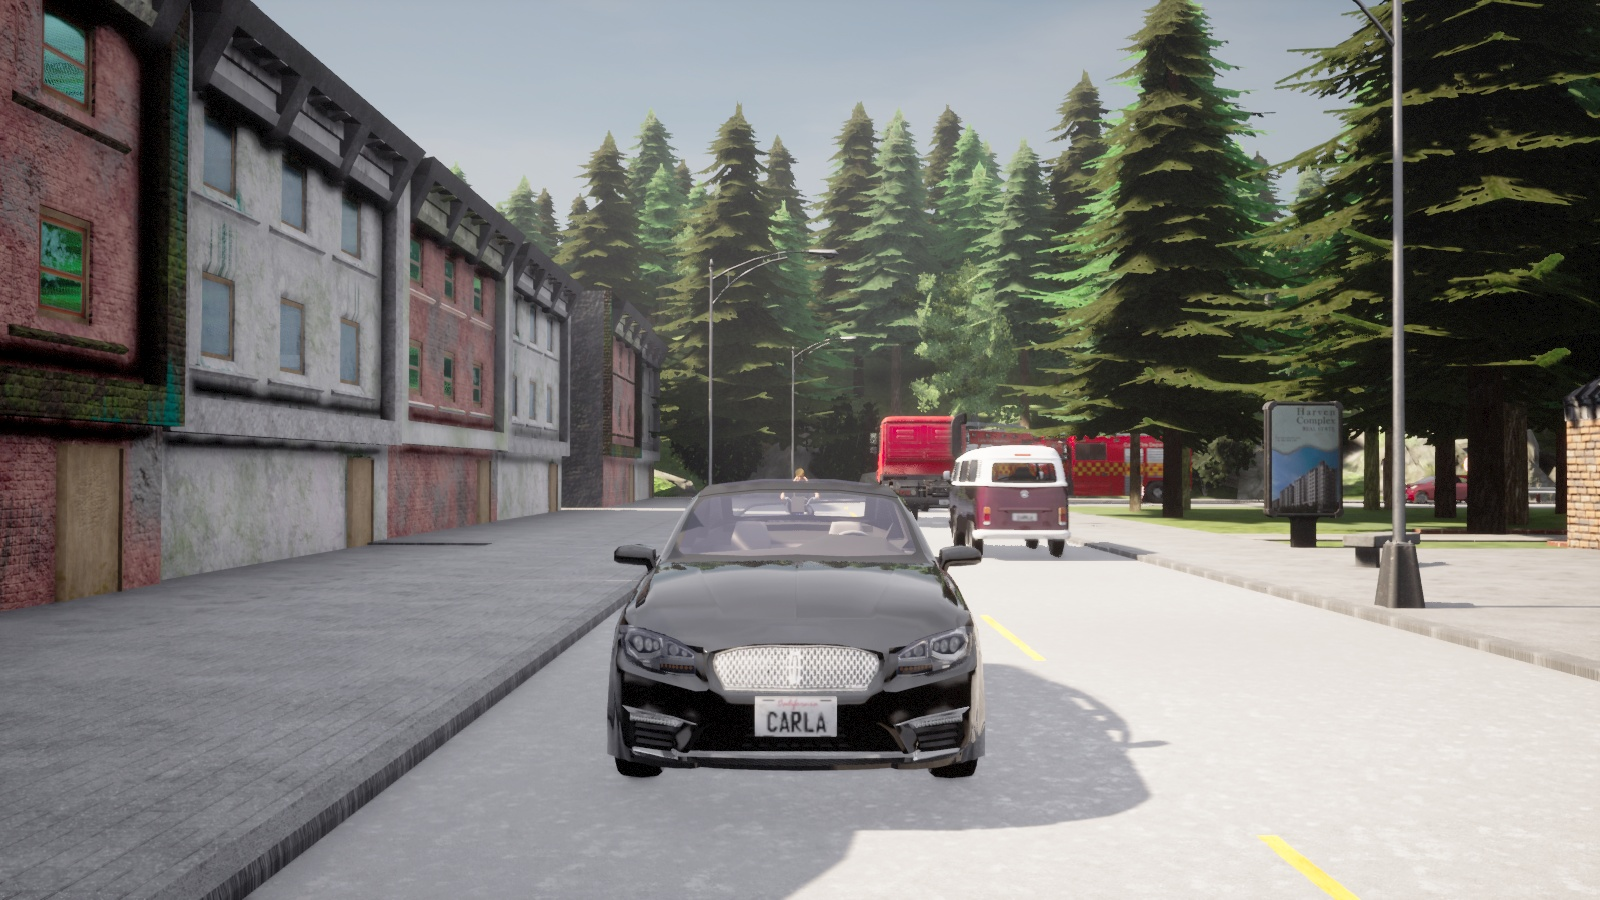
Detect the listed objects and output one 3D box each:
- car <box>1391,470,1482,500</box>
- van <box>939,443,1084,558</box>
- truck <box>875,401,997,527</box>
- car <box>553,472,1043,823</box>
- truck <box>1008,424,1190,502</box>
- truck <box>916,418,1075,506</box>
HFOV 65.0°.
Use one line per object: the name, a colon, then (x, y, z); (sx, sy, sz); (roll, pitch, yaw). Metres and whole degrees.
car: (32.104, 1.762, 63.399); (3.633, 1.501, 1.845); (0, -1, 0)
van: (4.003, 0.933, 24.539); (2.069, 2.038, 4.480); (0, -1, 0)
truck: (4.011, 0.464, 38.739); (2.891, 3.462, 7.936); (0, -1, 0)
car: (-0.007, 0.904, 7.918); (2.128, 1.511, 4.902); (0, -1, 0)
truck: (15.019, 0.650, 63.497); (8.468, 3.827, 2.891); (0, -1, -1)
truck: (9.220, 0.594, 58.487); (2.891, 3.827, 8.468); (-1, -2, 44)
